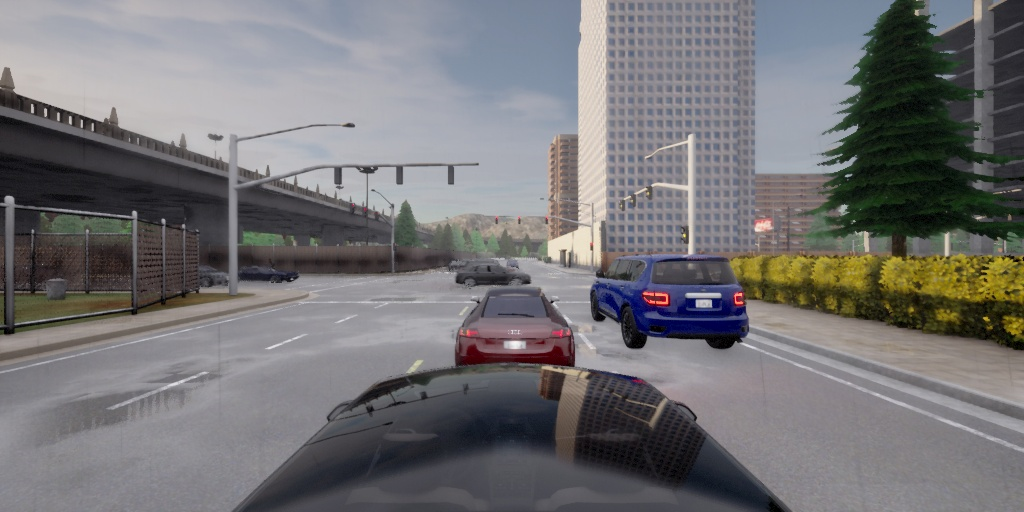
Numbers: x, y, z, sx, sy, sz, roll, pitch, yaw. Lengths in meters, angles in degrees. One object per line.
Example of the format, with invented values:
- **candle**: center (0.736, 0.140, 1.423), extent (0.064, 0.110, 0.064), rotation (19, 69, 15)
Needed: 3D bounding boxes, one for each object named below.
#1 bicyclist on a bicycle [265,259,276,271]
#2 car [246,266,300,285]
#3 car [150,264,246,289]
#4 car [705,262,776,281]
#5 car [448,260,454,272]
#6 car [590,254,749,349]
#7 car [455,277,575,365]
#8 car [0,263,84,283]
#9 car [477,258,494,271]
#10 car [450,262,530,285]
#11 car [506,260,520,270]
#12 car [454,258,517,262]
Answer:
- **bicyclist on a bicycle**: center (-25.306, 1.106, 37.617), extent (0.582, 1.620, 1.656), rotation (0, 0, 0)
- **car**: center (-18.560, 1.406, 26.650), extent (4.718, 1.301, 1.895), rotation (0, 0, 0)
- **car**: center (-20.564, 1.297, 23.148), extent (4.902, 1.511, 2.128), rotation (0, 0, 0)
- **car**: center (19.301, 1.310, 30.438), extent (4.892, 1.490, 1.837), rotation (0, 0, 0)
- **car**: center (-7.103, 1.255, 46.656), extent (1.837, 1.490, 4.892), rotation (0, 0, 0)
- **car**: center (3.567, 0.971, 9.297), extent (2.150, 2.045, 5.566), rotation (0, 0, 1)
- **car**: center (0.062, 1.314, 7.430), extent (1.994, 1.385, 4.181), rotation (0, 0, 0)
- **car**: center (-34.853, 1.331, 26.627), extent (4.674, 1.442, 1.812), rotation (0, 0, 0)
- **car**: center (-3.598, 1.102, 49.800), extent (2.097, 1.767, 4.553), rotation (0, 0, 0)
- **car**: center (-1.226, 1.286, 23.191), extent (4.892, 1.490, 1.837), rotation (0, 0, 0)
- **car**: center (0.103, 1.297, 55.671), extent (2.033, 1.411, 5.357), rotation (0, 0, 0)
- **car**: center (-1.683, 1.130, 26.689), extent (4.553, 1.767, 2.097), rotation (0, 0, 0)
